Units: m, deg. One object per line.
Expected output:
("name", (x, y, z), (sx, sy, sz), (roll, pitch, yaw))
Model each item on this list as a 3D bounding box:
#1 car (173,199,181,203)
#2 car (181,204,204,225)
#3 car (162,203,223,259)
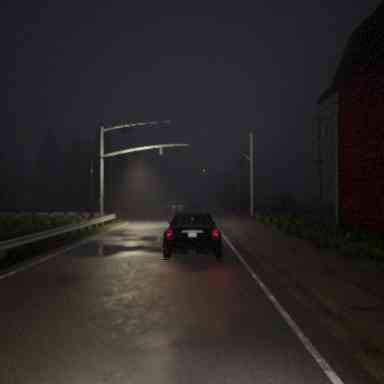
("car", (-3.427, 2.405, 76.741), (1.812, 1.442, 4.674), (0, -1, 0))
("car", (0.044, 1.835, 28.480), (1.837, 1.490, 4.892), (0, 0, 0))
("car", (0.032, 1.506, 13.398), (2.097, 1.767, 4.553), (0, -1, 0))
